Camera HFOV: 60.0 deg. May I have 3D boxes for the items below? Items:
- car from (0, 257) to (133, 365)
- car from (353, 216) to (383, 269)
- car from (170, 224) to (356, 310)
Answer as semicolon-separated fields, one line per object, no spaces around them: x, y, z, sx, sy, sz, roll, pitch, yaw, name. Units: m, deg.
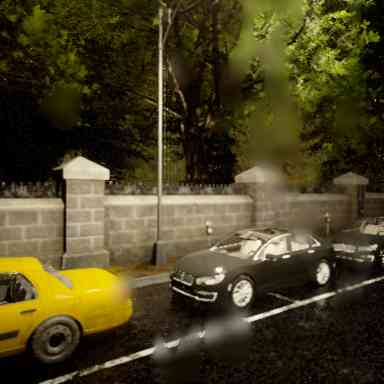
-3.198;1.526;4.272;4.829;1.417;1.752;0;1;-35;car
6.196;1.514;10.969;4.403;1.369;2.008;0;1;-35;car
1.569;1.533;7.670;4.403;1.369;2.008;0;1;-35;car
